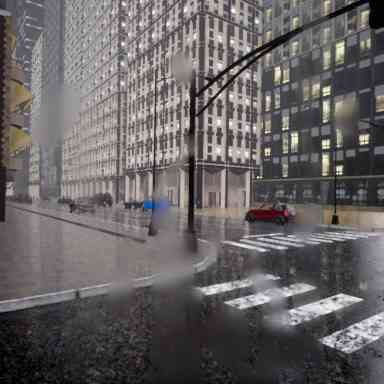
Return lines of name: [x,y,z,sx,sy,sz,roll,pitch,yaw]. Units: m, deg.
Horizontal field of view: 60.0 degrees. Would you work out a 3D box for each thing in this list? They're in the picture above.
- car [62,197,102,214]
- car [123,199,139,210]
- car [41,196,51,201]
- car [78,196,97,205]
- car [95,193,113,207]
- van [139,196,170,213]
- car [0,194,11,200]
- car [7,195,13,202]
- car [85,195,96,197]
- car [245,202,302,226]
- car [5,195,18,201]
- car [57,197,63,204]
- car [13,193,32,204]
car: [-10.925,1.426,32.866,2.008,1.369,4.403,1,-1,-35]
car: [-7.357,1.583,42.320,2.008,1.369,4.403,1,-1,-35]
car: [-36.763,1.569,83.789,1.802,1.307,4.206,1,-1,-35]
car: [-18.501,1.524,58.824,1.837,1.490,4.892,1,-1,-35]
car: [-14.496,1.254,53.119,2.150,2.045,5.566,1,-1,-35]
van: [-4.086,1.381,37.714,1.690,1.788,3.998,1,-1,-35]
car: [-46.768,1.365,83.415,1.752,1.417,4.829,1,-1,-35]
car: [-37.062,1.396,69.728,1.947,1.339,4.313,1,-1,-35]
car: [-17.309,1.514,51.866,2.033,1.411,5.357,1,-1,-35]
car: [5.714,1.504,23.890,1.967,1.590,4.097,1,-1,-35]
car: [-40.329,1.377,74.336,2.008,1.369,4.403,1,-1,-35]
car: [-22.600,1.521,59.330,1.994,1.385,4.181,1,-1,-35]
car: [-30.524,1.154,60.515,2.192,1.841,5.009,1,-1,-35]
